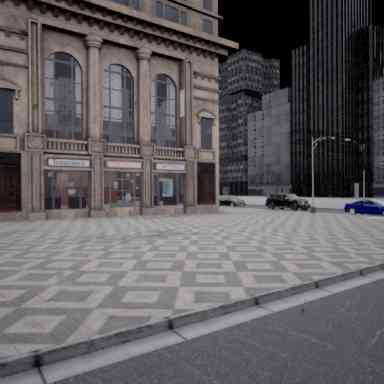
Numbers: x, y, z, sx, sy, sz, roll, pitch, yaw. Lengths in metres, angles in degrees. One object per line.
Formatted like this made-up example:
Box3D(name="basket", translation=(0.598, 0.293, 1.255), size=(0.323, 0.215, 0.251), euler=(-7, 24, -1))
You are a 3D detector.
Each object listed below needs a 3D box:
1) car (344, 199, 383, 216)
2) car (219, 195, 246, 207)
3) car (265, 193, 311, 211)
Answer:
Box3D(name="car", translation=(16.698, 1.426, 30.714), size=(1.882, 1.535, 5.008), euler=(-1, 1, -35))
Box3D(name="car", translation=(5.557, 1.244, 47.216), size=(2.097, 1.767, 4.553), euler=(-1, 0, -34))
Box3D(name="car", translation=(11.128, 1.141, 38.951), size=(2.150, 2.045, 5.566), euler=(-1, 1, -34))
